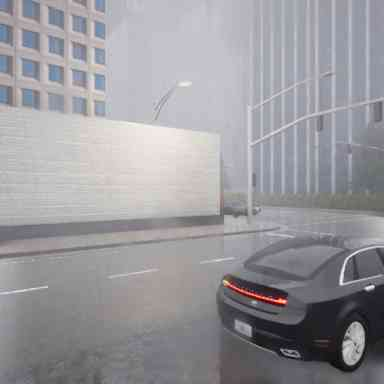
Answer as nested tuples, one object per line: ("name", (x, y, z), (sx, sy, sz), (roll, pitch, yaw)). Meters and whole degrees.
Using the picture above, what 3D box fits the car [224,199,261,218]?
("car", (3.593, 1.602, 31.559), (2.033, 1.411, 5.357), (0, 0, -36))

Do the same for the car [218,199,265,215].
("car", (5.157, 1.546, 35.390), (2.128, 1.511, 4.902), (0, 0, -36))

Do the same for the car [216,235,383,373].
("car", (2.640, 1.505, 5.680), (4.892, 1.490, 1.837), (0, 0, -35))
